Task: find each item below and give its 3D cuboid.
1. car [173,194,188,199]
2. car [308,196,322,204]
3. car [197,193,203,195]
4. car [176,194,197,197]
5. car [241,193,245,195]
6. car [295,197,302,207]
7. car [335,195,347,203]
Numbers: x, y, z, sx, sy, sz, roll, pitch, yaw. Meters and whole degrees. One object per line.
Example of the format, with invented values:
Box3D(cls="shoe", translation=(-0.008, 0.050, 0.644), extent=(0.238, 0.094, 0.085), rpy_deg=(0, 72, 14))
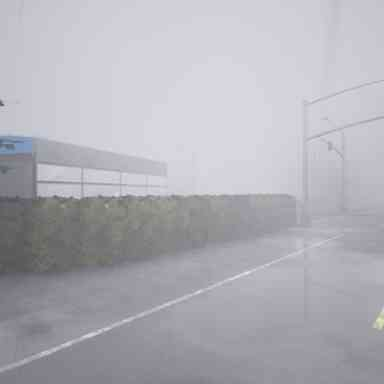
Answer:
Box3D(cls="car", translation=(-3.021, 1.232, 89.786), extent=(1.970, 1.475, 3.806), rpy_deg=(0, 0, 38))
Box3D(cls="car", translation=(22.344, 1.384, 61.045), extent=(1.970, 1.475, 3.806), rpy_deg=(0, 0, 38))
Box3D(cls="car", translation=(2.215, 1.153, 86.060), extent=(2.152, 1.636, 5.027), rpy_deg=(0, 0, 38))
Box3D(cls="car", translation=(-1.695, 1.298, 66.086), extent=(2.007, 1.523, 4.514), rpy_deg=(0, 0, 38))
Box3D(cls="car", translation=(12.253, 1.077, 78.127), extent=(1.905, 1.878, 3.866), rpy_deg=(0, 0, 38))
Box3D(cls="car", translation=(13.149, 1.339, 44.587), extent=(2.007, 1.523, 4.514), rpy_deg=(0, 0, 38))
Box3D(cls="car", translation=(29.283, 1.373, 65.019), extent=(1.845, 1.501, 3.633), rpy_deg=(0, 0, 38))
